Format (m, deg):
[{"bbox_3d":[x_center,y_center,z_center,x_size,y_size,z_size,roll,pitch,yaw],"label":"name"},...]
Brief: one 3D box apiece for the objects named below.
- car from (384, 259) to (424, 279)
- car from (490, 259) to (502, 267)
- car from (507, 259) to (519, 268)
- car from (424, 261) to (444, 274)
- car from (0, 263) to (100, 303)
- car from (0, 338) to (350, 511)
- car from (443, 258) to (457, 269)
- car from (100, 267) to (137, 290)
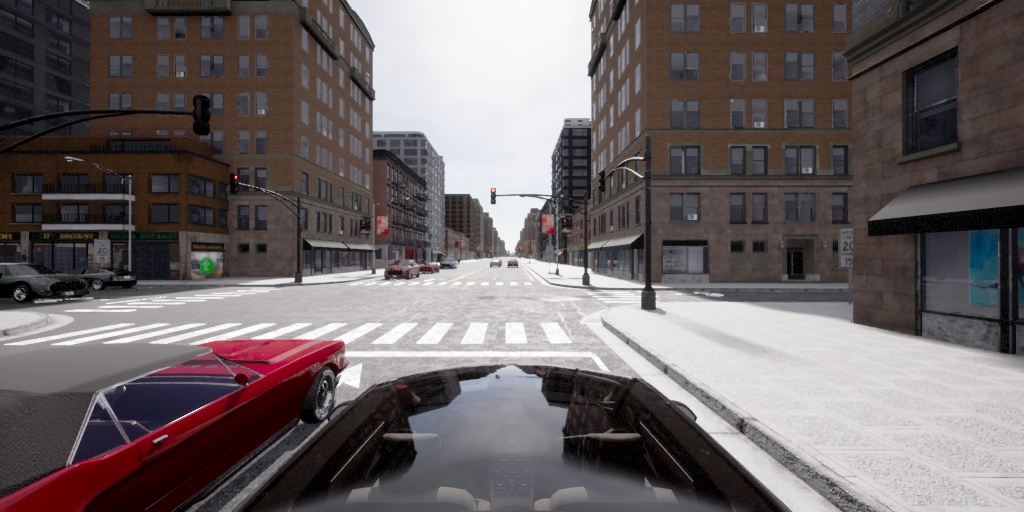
[{"bbox_3d":[-9.771,1.102,32.154,2.097,1.767,4.553,0,0,0],"label":"car"},{"bbox_3d":[-2.988,1.290,64.133,2.033,1.411,5.357,0,0,0],"label":"car"},{"bbox_3d":[0.157,1.248,62.178,1.837,1.490,4.892,0,0,0],"label":"car"},{"bbox_3d":[-9.746,1.349,42.084,1.895,1.301,4.718,0,0,0],"label":"car"},{"bbox_3d":[-22.165,1.096,16.172,4.553,1.767,2.097,0,0,0],"label":"car"},{"bbox_3d":[-3.157,1.351,2.816,1.895,1.301,4.718,0,0,0],"label":"car"},{"bbox_3d":[-9.701,1.097,54.555,2.097,1.767,4.553,0,0,0],"label":"car"},{"bbox_3d":[-25.325,1.330,21.680,4.313,1.339,1.948,0,0,0],"label":"car"}]
